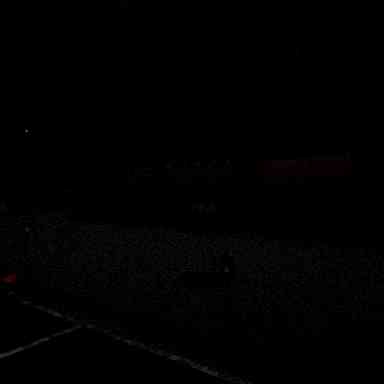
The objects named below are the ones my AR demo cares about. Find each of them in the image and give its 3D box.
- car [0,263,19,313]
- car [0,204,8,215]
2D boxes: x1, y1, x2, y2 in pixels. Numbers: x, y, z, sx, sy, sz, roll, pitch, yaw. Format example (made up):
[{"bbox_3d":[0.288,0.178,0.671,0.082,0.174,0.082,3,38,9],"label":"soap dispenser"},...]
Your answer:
[{"bbox_3d":[-4.923,1.591,6.359,4.206,1.307,1.802,0,-1,36],"label":"car"},{"bbox_3d":[-18.763,1.470,29.148,1.812,1.442,4.674,-1,0,36],"label":"car"}]
